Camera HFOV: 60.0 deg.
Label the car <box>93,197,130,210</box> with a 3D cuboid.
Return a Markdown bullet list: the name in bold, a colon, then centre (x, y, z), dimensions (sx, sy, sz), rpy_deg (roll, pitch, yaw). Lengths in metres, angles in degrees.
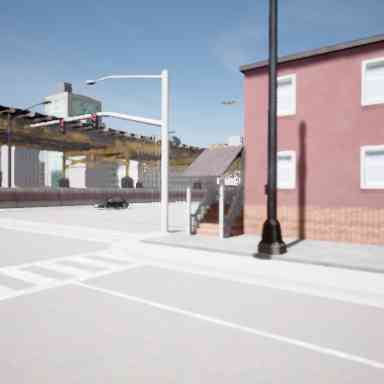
- **car**: centre (-9.363, 1.314, 38.878), dimensions (1.812, 1.442, 4.674), rpy_deg (0, 0, 36)

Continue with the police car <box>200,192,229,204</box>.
- **police car**: centre (3.030, 1.237, 50.040), dimensions (1.930, 1.638, 5.238), rpy_deg (0, 0, 36)

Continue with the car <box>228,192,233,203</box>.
- **car**: centre (5.258, 1.014, 59.199), dimensions (2.150, 2.045, 5.566), rpy_deg (1, 0, 36)
